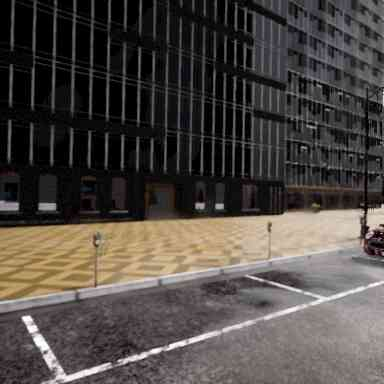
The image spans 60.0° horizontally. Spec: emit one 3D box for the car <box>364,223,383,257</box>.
[{"bbox_3d":[8.182,1.583,12.388,4.097,1.590,1.967,1,0,-35],"label":"car"}]
